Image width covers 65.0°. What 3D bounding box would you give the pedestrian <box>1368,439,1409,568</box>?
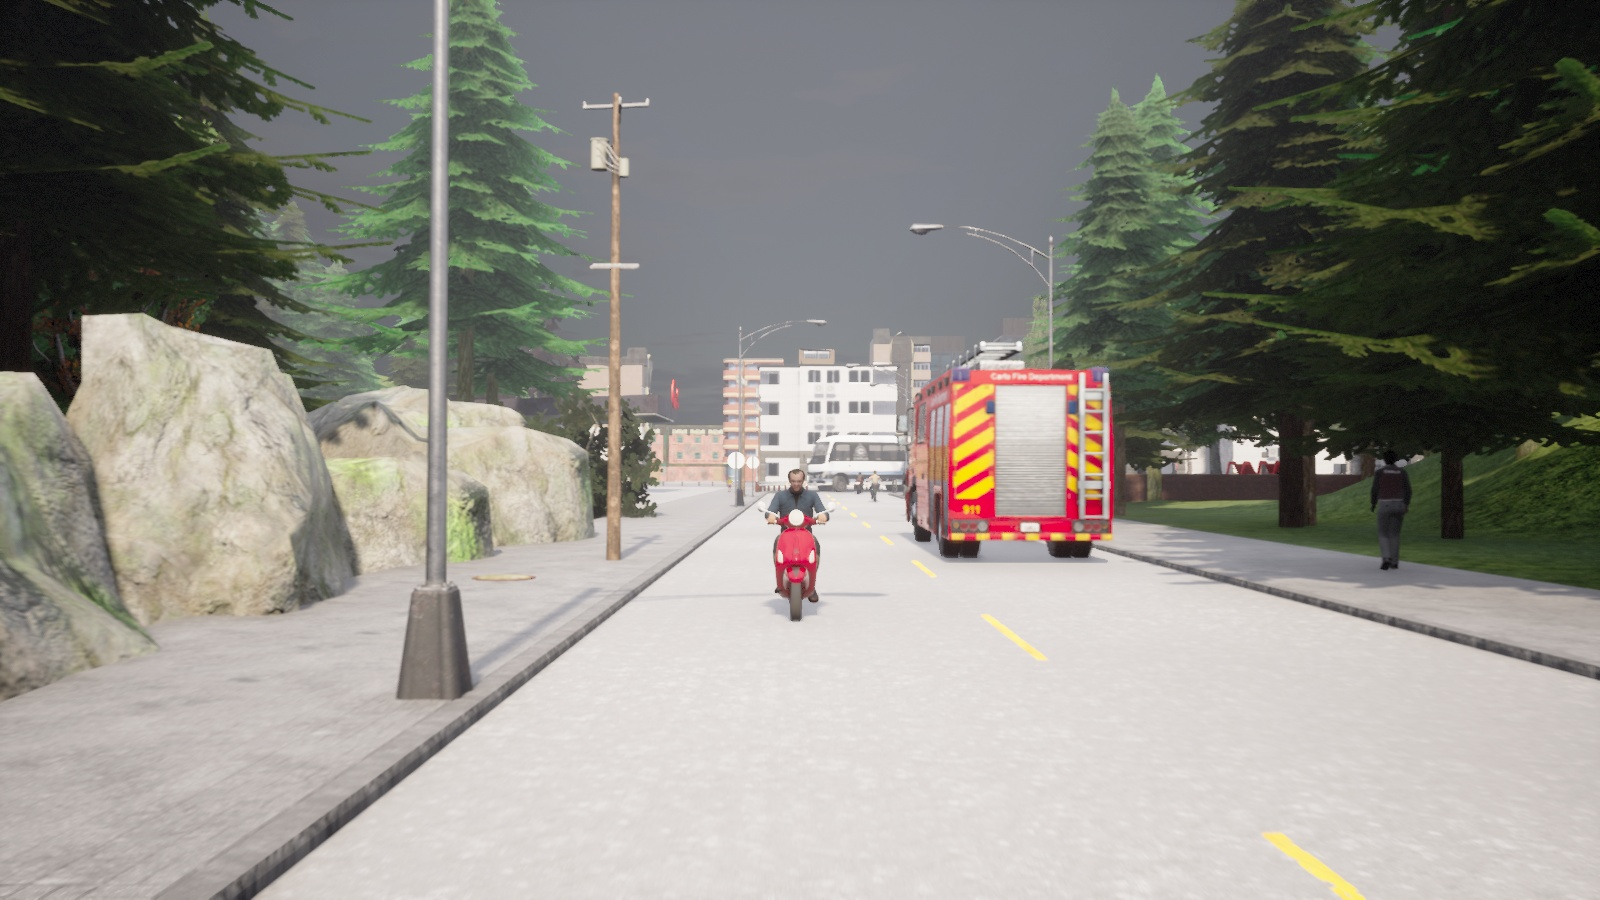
[{"bbox_3d":[8.980,0.809,19.172,0.402,1.930,0.666,0,-1,12],"label":"pedestrian"}]

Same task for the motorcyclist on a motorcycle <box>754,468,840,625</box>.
[{"bbox_3d":[-0.033,0.997,13.686,0.866,1.590,1.817,0,-1,0],"label":"motorcyclist on a motorcycle"}]

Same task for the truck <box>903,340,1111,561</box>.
[{"bbox_3d":[3.935,0.070,26.045,2.891,3.827,8.468,0,-1,0],"label":"truck"}]

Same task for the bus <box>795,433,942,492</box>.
[{"bbox_3d":[5.116,0.996,94.169,10.273,4.253,3.944,0,-2,-22],"label":"bus"}]
